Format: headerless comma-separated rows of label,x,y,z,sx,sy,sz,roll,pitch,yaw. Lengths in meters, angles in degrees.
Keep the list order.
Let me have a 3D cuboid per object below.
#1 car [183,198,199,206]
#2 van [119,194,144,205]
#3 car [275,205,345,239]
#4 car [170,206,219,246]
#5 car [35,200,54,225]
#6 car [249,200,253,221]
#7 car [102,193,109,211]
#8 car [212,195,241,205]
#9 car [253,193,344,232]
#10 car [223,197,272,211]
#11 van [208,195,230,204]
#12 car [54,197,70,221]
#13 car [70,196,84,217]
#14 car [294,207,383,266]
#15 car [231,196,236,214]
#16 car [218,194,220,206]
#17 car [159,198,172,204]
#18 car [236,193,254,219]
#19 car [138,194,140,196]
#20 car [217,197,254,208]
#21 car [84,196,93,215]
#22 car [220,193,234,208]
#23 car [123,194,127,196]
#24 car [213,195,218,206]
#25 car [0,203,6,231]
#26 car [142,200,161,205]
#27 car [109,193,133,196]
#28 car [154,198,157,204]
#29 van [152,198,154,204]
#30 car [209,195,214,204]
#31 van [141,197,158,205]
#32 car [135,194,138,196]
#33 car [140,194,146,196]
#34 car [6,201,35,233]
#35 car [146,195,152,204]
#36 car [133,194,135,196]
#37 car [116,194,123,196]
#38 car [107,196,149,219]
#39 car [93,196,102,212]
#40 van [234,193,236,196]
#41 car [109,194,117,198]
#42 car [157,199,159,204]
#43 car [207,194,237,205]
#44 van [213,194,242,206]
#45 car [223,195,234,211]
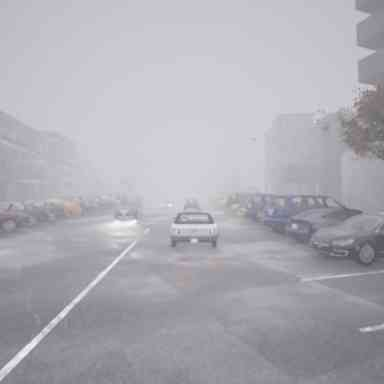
car,-0.082,1.422,39.563,2.033,1.411,5.357,0,0,0
van,-11.758,1.450,64.695,4.442,1.987,1.878,0,-1,-20
car,6.349,1.464,14.248,4.792,1.488,2.163,1,0,-20
car,0.081,1.536,14.850,1.895,1.301,4.718,0,0,0
car,-11.447,1.389,20.722,4.892,1.521,2.231,-1,1,-21
car,6.340,1.409,20.267,4.892,1.521,2.231,1,0,-20
car,-11.548,1.222,35.399,4.553,1.767,2.185,-1,0,-20
car,6.132,1.438,59.183,4.553,1.767,2.185,1,-1,-20
car,6.369,1.170,17.262,5.566,2.045,2.435,1,0,-20
car,6.395,1.361,38.306,5.366,1.575,1.946,1,0,-20
van,6.083,1.671,74.114,4.442,1.987,1.878,1,-2,-20
car,-11.473,1.377,23.655,4.892,1.521,2.231,-1,1,-20
car,-11.503,1.364,26.592,5.008,1.535,2.097,-1,1,-20
car,6.308,1.449,11.227,4.892,1.521,2.231,1,1,-19
car,6.132,1.376,26.199,5.366,1.575,1.946,1,1,-20
car,6.377,1.372,41.298,5.366,1.575,1.946,1,-1,-20
car,-5.219,1.871,69.094,1.895,1.301,4.718,0,-1,0
car,6.358,1.143,23.281,5.566,2.045,2.435,1,0,-20
car,-11.621,1.387,55.939,4.553,1.767,2.185,-1,-1,-20
car,6.153,1.441,47.203,4.792,1.488,2.163,1,0,-20
car,-11.505,1.228,29.533,4.553,1.767,2.185,-1,0,-20
car,6.265,1.107,35.261,5.566,2.045,2.435,1,0,-20
car,-11.796,1.381,44.134,5.366,1.575,1.946,-1,0,-20
car,6.018,1.382,44.161,5.366,1.575,1.946,1,0,-20
car,-11.357,1.441,14.861,4.792,1.488,2.163,-1,0,-21
car,-11.469,2.983,93.978,4.892,1.521,2.231,1,-4,-19
car,-11.663,1.157,47.117,5.566,2.045,2.435,-1,0,-20
car,-11.601,2.102,79.384,5.008,1.535,2.097,0,-2,-20
van,-11.723,1.761,76.424,4.442,1.987,1.878,0,-2,-20
car,5.993,1.469,53.134,5.366,1.575,1.946,1,0,-20
van,-11.618,2.541,91.040,4.442,1.987,1.878,0,-4,-20
car,-11.641,1.474,52.999,4.892,1.521,2.231,-1,-1,-20
car,-11.657,1.615,61.798,5.008,1.535,2.097,0,-1,-20
car,-11.428,1.400,17.788,5.008,1.535,2.097,-1,0,-21
car,-11.637,1.851,70.603,4.674,1.452,2.002,0,-2,-20
car,-11.636,1.436,50.061,4.892,1.521,2.231,-1,0,-20
car,-11.616,1.366,41.261,5.008,1.535,2.097,-1,0,-20
car,-5.196,1.375,27.726,2.128,1.511,4.902,0,0,0
car,-11.560,1.388,32.467,4.674,1.452,2.002,-1,0,-20
van,6.392,1.144,29.304,4.442,1.987,1.878,1,0,-20
car,-11.587,1.353,38.330,5.008,1.535,2.097,-1,0,-20
car,-11.728,2.390,85.160,5.366,1.575,1.946,0,-3,-20
car,6.156,1.493,68.153,5.566,2.045,2.435,1,-1,-20
van,6.057,1.287,56.153,4.442,1.987,1.878,1,-1,-20
car,6.083,1.356,32.192,5.366,1.575,1.946,1,0,-20
